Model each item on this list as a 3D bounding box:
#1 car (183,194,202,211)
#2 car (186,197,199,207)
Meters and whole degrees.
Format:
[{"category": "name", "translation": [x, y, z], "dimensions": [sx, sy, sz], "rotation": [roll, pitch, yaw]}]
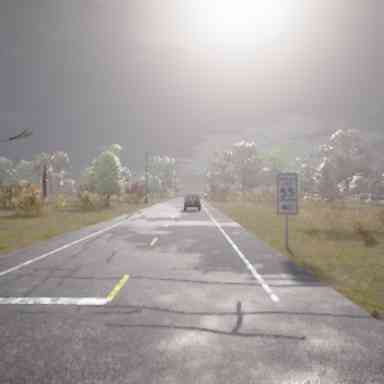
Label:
[{"category": "car", "translation": [0.052, 1.269, 42.508], "dimensions": [2.150, 2.045, 5.566], "rotation": [0, 0, 0]}, {"category": "car", "translation": [0.065, 1.545, 52.897], "dimensions": [1.882, 1.535, 5.008], "rotation": [0, 0, 0]}]
